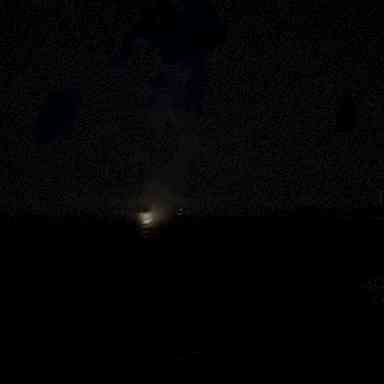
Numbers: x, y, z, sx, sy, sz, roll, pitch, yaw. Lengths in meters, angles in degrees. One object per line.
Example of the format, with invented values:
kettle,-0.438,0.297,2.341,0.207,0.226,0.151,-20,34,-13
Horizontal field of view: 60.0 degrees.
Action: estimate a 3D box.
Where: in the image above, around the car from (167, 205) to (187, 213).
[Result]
car,-2.842,3.245,62.509,1.837,1.490,4.892,1,-3,-36
